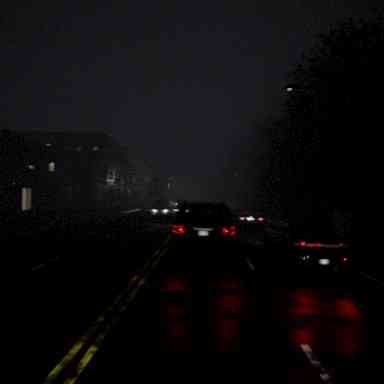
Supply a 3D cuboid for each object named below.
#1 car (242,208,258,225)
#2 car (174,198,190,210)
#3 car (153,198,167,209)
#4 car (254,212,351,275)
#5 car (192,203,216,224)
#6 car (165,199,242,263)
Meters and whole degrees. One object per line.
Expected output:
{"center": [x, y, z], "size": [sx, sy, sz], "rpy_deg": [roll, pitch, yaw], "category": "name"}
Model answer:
{"center": [4.154, 1.898, 25.108], "size": [2.033, 1.411, 5.357], "rpy_deg": [1, -1, 3], "category": "car"}
{"center": [-1.480, 1.827, 51.411], "size": [2.097, 1.767, 4.553], "rpy_deg": [1, -1, 2], "category": "car"}
{"center": [-4.727, 1.750, 51.532], "size": [2.097, 1.767, 4.553], "rpy_deg": [1, -1, 2], "category": "car"}
{"center": [3.646, 1.691, 11.315], "size": [2.128, 1.511, 4.902], "rpy_deg": [1, -1, 3], "category": "car"}
{"center": [1.073, 1.821, 29.010], "size": [1.837, 1.490, 4.892], "rpy_deg": [1, 0, 3], "category": "car"}
{"center": [0.464, 1.362, 12.772], "size": [2.150, 2.045, 5.566], "rpy_deg": [1, 0, 3], "category": "car"}
